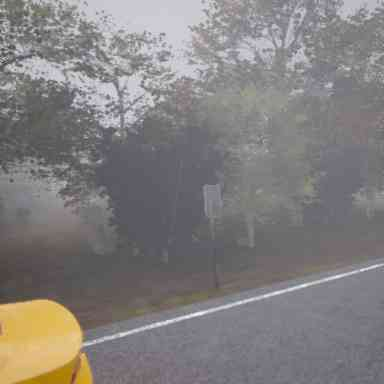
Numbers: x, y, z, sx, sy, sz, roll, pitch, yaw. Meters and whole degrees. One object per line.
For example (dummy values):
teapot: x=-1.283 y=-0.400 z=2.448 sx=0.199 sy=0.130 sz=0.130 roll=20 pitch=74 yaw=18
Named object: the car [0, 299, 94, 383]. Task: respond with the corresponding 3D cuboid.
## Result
car: x=-3.114 y=1.481 z=1.757 sx=5.008 sy=1.535 sz=1.882 roll=0 pitch=0 yaw=-35
